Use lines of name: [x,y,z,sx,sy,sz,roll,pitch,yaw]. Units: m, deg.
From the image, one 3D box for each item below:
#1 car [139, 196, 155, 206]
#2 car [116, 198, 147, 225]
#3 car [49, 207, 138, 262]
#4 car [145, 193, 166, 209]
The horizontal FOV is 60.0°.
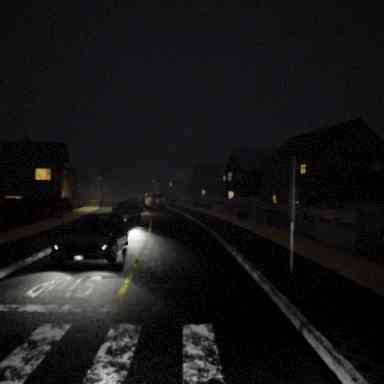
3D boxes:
car: [-7.139,1.401,52.121,1.994,1.385,4.181,0,0,-16]
car: [-4.404,1.393,22.860,2.128,1.511,4.902,0,0,-7]
car: [-3.387,1.482,12.112,2.033,1.411,5.357,1,0,-4]
car: [-4.659,1.084,41.921,2.150,2.045,5.566,0,0,-13]
